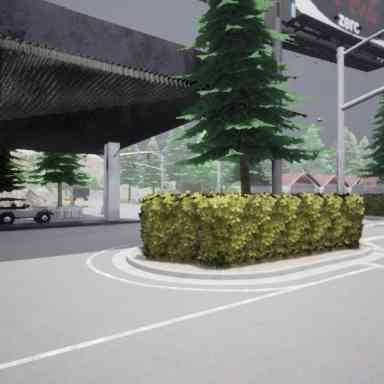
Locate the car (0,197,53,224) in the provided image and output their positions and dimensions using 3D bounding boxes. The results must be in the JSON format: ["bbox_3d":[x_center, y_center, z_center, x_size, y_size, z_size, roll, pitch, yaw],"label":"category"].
[{"bbox_3d":[-11.996,1.312,23.467,3.866,1.878,1.905,0,0,-36],"label":"car"}]
